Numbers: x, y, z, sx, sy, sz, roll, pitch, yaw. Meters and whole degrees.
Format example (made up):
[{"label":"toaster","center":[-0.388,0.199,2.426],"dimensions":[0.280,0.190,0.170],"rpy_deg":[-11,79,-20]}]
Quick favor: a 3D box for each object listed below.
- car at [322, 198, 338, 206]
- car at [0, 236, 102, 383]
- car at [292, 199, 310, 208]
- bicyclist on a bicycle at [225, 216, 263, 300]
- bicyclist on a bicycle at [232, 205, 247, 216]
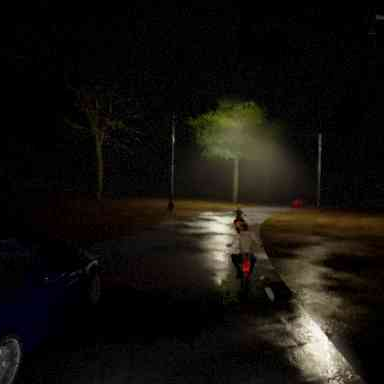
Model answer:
[{"label":"car","center":[28.181,2.085,67.827],"dimensions":[4.892,1.490,1.837],"rpy_deg":[2,0,-44]},{"label":"car","center":[-2.834,1.502,5.245],"dimensions":[1.812,1.442,4.674],"rpy_deg":[0,0,3]},{"label":"car","center":[18.287,1.894,55.927],"dimensions":[1.994,1.385,4.181],"rpy_deg":[2,0,36]},{"label":"bicyclist on a bicycle","center":[1.179,1.454,7.460],"dimensions":[0.866,1.612,1.509],"rpy_deg":[1,0,4]},{"label":"bicyclist on a bicycle","center":[2.498,1.469,17.645],"dimensions":[0.866,1.612,1.509],"rpy_deg":[1,1,11]}]
